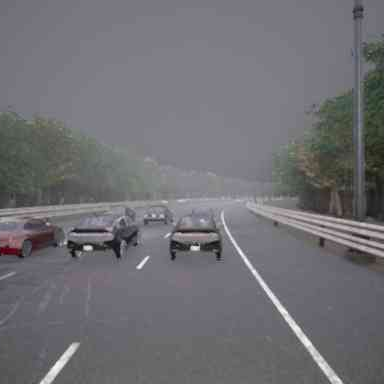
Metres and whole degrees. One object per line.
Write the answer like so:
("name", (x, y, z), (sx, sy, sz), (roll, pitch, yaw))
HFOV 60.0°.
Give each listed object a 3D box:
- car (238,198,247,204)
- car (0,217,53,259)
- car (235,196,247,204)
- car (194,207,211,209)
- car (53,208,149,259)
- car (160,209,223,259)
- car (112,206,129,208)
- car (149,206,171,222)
("car", (14.117, 2.485, 92.756), (1.882, 1.535, 5.008), (0, -1, 14))
("car", (-6.796, 1.709, 13.348), (1.994, 1.385, 4.181), (0, -1, 2))
("car", (12.336, 2.064, 85.737), (2.150, 2.045, 5.566), (0, -1, 14))
("car", (0.894, 1.898, 27.612), (1.895, 1.301, 4.718), (0, -1, 4))
("car", (-3.300, 1.635, 13.285), (2.128, 1.511, 4.902), (0, 0, 2))
("car", (0.200, 1.633, 13.200), (2.128, 1.511, 4.902), (0, 0, 2))
("car", (-6.066, 1.874, 28.314), (1.994, 1.385, 4.181), (0, -1, 4))
("car", (-2.659, 1.841, 27.098), (2.033, 1.411, 5.357), (0, -1, 4))
